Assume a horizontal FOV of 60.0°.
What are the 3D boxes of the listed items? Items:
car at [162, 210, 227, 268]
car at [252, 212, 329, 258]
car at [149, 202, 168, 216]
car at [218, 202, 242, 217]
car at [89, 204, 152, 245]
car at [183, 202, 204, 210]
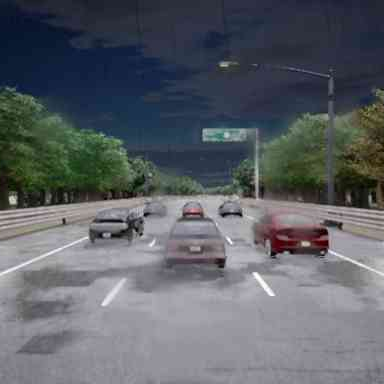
[{"bbox_3d":[0.095,1.567,11.355,2.033,1.411,5.357,0,0,0],"label":"car"},{"bbox_3d":[3.595,1.500,12.977,1.882,1.535,5.008,0,0,0],"label":"car"},{"bbox_3d":[-3.401,1.631,31.646,1.994,1.385,4.181,0,0,0],"label":"car"},{"bbox_3d":[3.599,1.631,31.803,1.994,1.385,4.181,0,0,0],"label":"car"},{"bbox_3d":[-3.403,1.520,15.719,2.128,1.511,4.902,0,0,0],"label":"car"},{"bbox_3d":[0.099,1.631,31.728,1.994,1.385,4.181,0,0,0],"label":"car"}]
